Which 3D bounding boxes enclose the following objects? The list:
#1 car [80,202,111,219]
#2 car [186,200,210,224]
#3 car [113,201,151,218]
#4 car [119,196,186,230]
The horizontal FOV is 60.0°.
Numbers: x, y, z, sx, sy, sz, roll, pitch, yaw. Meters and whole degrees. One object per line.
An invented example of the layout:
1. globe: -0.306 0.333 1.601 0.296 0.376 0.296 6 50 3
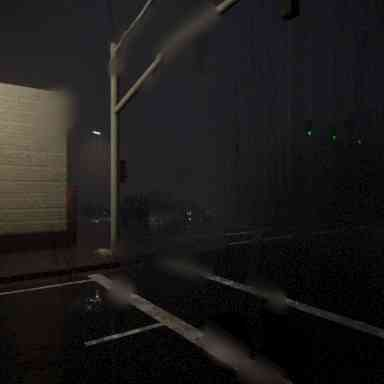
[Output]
1. car: -8.659 1.619 30.271 1.994 1.385 4.181 0 0 -35
2. car: -0.663 1.407 25.091 2.097 1.767 4.553 0 0 -35
3. car: -5.897 1.619 32.422 1.994 1.385 4.181 0 0 -36
4. car: -3.032 1.277 22.379 2.150 2.045 5.566 0 0 -36
